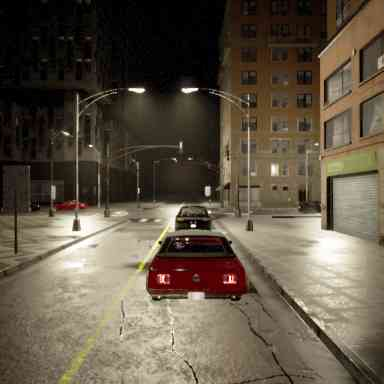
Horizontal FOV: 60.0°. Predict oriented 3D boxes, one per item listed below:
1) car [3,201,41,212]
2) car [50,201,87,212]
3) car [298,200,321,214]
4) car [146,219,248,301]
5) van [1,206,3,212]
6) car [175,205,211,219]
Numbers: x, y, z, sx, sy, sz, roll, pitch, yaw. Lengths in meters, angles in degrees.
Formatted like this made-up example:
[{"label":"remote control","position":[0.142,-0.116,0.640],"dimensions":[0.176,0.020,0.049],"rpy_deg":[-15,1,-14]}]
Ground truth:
[{"label":"car","position":[-20.203,1.725,39.293],"dimensions":[4.313,1.339,1.947],"rpy_deg":[0,0,0]},{"label":"car","position":[-14.554,1.701,39.299],"dimensions":[4.206,1.307,1.802],"rpy_deg":[0,0,0]},{"label":"car","position":[12.040,1.415,30.805],"dimensions":[4.313,1.339,1.947],"rpy_deg":[0,0,0]},{"label":"car","position":[0.081,1.601,8.261],"dimensions":[1.895,1.301,4.718],"rpy_deg":[0,0,0]},{"label":"van","position":[-20.186,1.425,30.769],"dimensions":[3.998,1.788,1.690],"rpy_deg":[0,0,0]},{"label":"car","position":[0.058,1.474,18.410],"dimensions":[1.882,1.535,5.008],"rpy_deg":[0,0,0]}]
